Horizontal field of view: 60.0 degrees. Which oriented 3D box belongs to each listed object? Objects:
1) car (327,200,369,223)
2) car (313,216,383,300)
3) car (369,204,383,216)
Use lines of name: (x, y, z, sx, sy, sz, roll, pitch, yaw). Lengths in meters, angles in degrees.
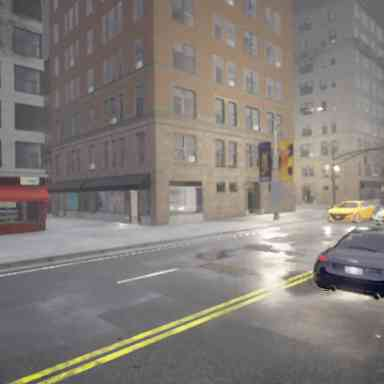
car: (11.470, 1.361, 23.768, 5.008, 1.535, 1.882, -1, 0, -43)
car: (4.658, 1.511, 7.999, 4.181, 1.385, 1.994, -1, 0, -44)
car: (13.006, 1.361, 20.749, 4.674, 1.442, 1.812, -1, -1, -43)
